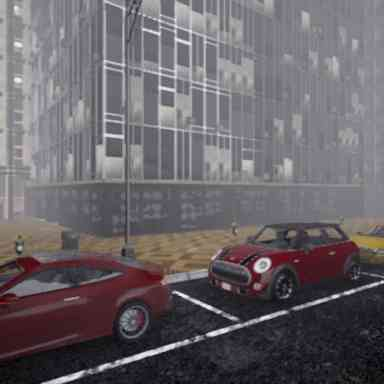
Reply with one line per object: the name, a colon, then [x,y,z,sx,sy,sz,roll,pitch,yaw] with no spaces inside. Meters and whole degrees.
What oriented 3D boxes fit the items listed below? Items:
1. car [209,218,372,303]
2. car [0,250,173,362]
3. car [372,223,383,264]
car: [2.359,1.505,8.252,4.097,1.590,1.967,1,-1,-35]
car: [-2.268,1.591,4.949,4.206,1.307,1.802,1,-1,-35]
car: [6.847,1.645,11.453,4.829,1.417,1.752,1,-1,-35]
